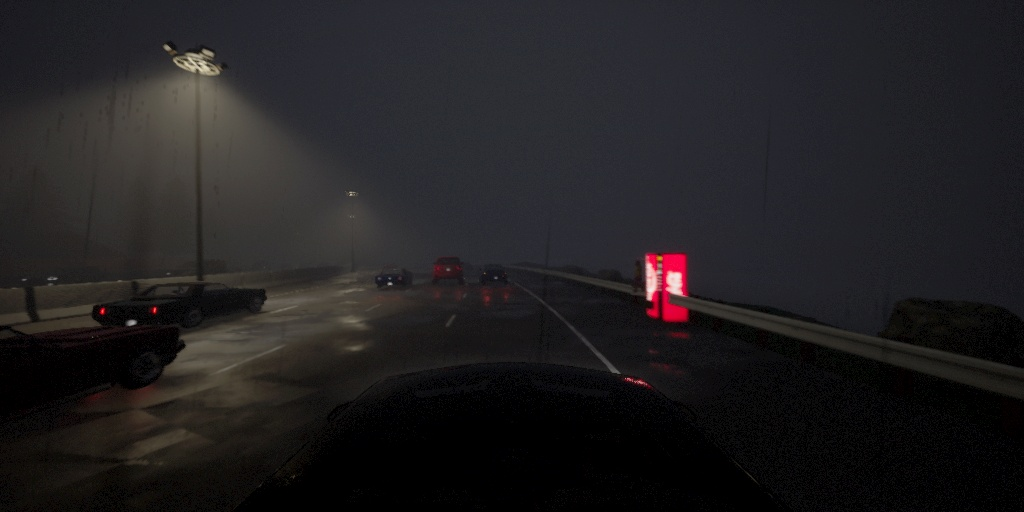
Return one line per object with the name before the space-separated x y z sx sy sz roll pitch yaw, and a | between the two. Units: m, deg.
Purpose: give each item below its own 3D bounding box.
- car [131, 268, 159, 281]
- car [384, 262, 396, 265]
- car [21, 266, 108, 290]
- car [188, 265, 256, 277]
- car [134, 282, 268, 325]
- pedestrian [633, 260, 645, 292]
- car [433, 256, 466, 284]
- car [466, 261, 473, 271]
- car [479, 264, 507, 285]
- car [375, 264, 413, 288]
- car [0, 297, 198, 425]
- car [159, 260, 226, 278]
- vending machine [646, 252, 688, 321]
car | -30.958 1.773 31.616 1.994 1.385 4.181 -1 0 -11
car | -19.311 1.617 56.624 1.994 1.385 4.181 -1 0 -20
car | -33.706 1.598 27.184 2.097 1.767 4.553 -1 0 -9
car | -23.393 1.701 29.222 1.895 1.301 4.718 -1 0 -9
car | -10.361 1.504 11.846 1.895 1.301 4.718 -1 0 -4
pedestrian | 4.339 0.662 12.139 0.500 1.100 0.500 -1 0 -3
car | -4.976 1.055 28.034 2.150 2.045 5.566 0 0 -10
car | -7.026 1.439 52.532 1.994 1.385 4.181 -1 0 -17
car | -1.463 1.308 26.720 1.812 1.442 4.674 0 0 -9
car | -8.109 1.478 25.094 1.895 1.301 4.718 -1 0 -8
car | -6.662 1.448 4.144 1.895 1.301 4.718 -1 0 -1
car | -27.358 1.380 31.450 2.150 2.045 5.566 -1 0 -11
vending machine | 4.846 0.880 11.245 1.100 2.100 0.880 0 0 -3
